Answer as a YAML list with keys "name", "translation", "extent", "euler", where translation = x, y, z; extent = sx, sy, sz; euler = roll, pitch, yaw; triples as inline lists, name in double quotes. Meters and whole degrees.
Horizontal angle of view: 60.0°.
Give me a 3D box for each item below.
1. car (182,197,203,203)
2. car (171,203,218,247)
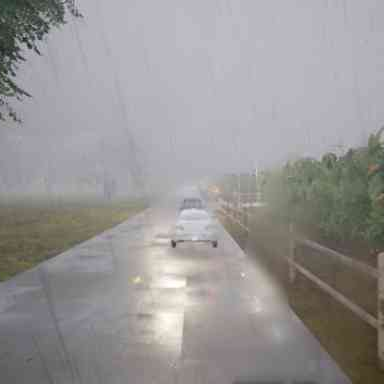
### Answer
- name: "car"
  translation: [0.055, 1.171, 24.983]
  extent: [2.033, 1.649, 4.856]
  euler: [0, 1, 1]
- name: "car"
  translation: [0.105, 1.433, 14.362]
  extent: [1.812, 1.442, 4.674]
  euler: [0, 0, 0]
